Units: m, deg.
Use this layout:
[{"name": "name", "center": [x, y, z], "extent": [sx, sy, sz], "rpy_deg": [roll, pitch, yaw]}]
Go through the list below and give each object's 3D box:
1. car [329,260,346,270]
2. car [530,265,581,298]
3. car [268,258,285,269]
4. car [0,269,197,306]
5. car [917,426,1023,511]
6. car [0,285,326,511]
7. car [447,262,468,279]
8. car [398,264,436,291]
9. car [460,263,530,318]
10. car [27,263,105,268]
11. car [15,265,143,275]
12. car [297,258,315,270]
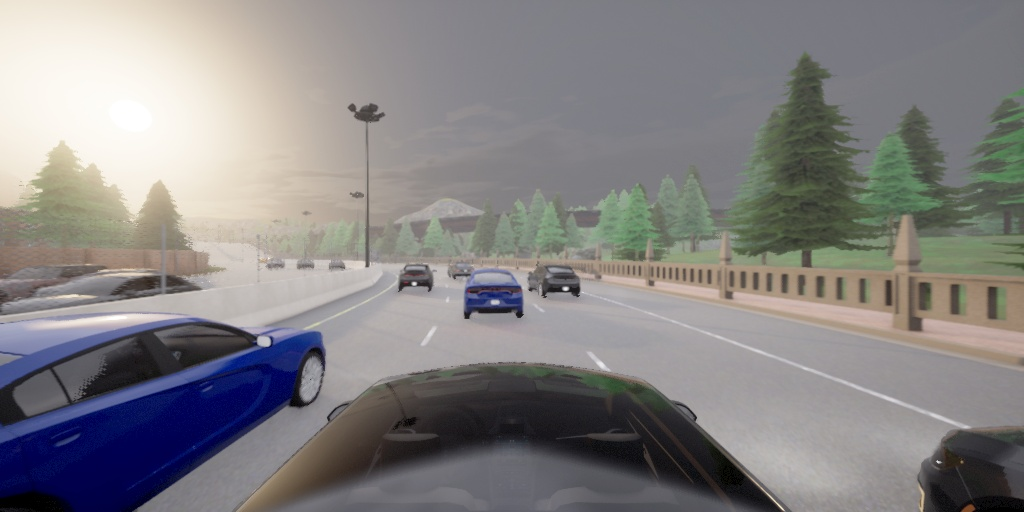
[{"name": "car", "center": [-24.271, 1.237, 49.839], "extent": [2.033, 1.411, 5.357], "rpy_deg": [0, 0, -30]}, {"name": "car", "center": [2.007, 1.199, 18.327], "extent": [1.837, 1.490, 4.892], "rpy_deg": [0, 0, -9]}, {"name": "car", "center": [-35.536, 1.068, 54.095], "extent": [2.097, 1.767, 4.553], "rpy_deg": [0, 0, -36]}, {"name": "car", "center": [-11.188, 1.268, 10.106], "extent": [1.837, 1.490, 4.892], "rpy_deg": [0, 0, -6]}, {"name": "car", "center": [3.443, 1.246, 0.179], "extent": [1.837, 1.490, 4.892], "rpy_deg": [0, 0, 1]}, {"name": "car", "center": [-3.564, 1.236, 3.153], "extent": [1.882, 1.535, 5.008], "rpy_deg": [0, 0, -1]}, {"name": "car", "center": [-4.449, 1.225, 31.108], "extent": [2.033, 1.411, 5.357], "rpy_deg": [0, 0, -17]}, {"name": "car", "center": [-5.673, 1.215, 21.478], "extent": [1.837, 1.490, 4.892], "rpy_deg": [0, 0, -11]}, {"name": "car", "center": [-0.770, 1.197, 12.968], "extent": [1.882, 1.535, 5.008], "rpy_deg": [0, 0, -6]}, {"name": "car", "center": [-18.857, 1.128, 14.742], "extent": [2.097, 1.767, 4.553], "rpy_deg": [0, 0, -10]}, {"name": "car", "center": [-15.175, 1.257, 13.931], "extent": [2.128, 1.511, 4.902], "rpy_deg": [0, 0, -9]}, {"name": "car", "center": [-30.486, 1.054, 53.020], "extent": [2.097, 1.767, 4.553], "rpy_deg": [0, 0, -34]}]
